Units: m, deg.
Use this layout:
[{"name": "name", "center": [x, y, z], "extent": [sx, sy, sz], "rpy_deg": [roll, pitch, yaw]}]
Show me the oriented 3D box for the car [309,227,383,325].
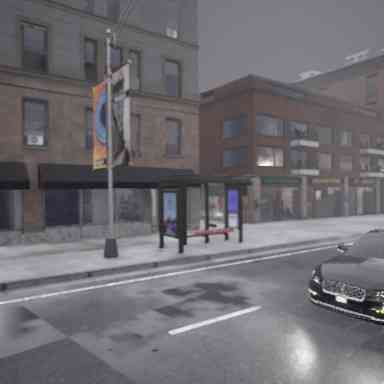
[{"name": "car", "center": [4.422, 1.518, 6.888], "extent": [4.892, 1.490, 1.837], "rpy_deg": [0, 0, -36]}]
